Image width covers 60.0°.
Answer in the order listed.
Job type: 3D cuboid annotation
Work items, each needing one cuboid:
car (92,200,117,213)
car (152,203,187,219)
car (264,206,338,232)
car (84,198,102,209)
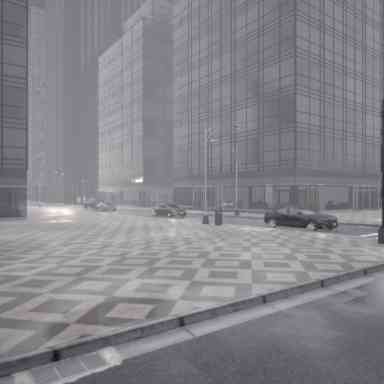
[{"bbox_3d":[-12.665,2.231,48.810,1.812,1.442,4.674,0,-1,-36],"label":"car"},{"bbox_3d":[-2.420,1.939,34.553,1.837,1.490,4.892,0,-1,-36],"label":"car"},{"bbox_3d":[6.947,1.664,21.601,1.882,1.535,5.008,0,-1,-35],"label":"car"},{"bbox_3d":[-18.271,2.148,61.882,2.150,2.045,5.566,0,-1,-37],"label":"car"}]
